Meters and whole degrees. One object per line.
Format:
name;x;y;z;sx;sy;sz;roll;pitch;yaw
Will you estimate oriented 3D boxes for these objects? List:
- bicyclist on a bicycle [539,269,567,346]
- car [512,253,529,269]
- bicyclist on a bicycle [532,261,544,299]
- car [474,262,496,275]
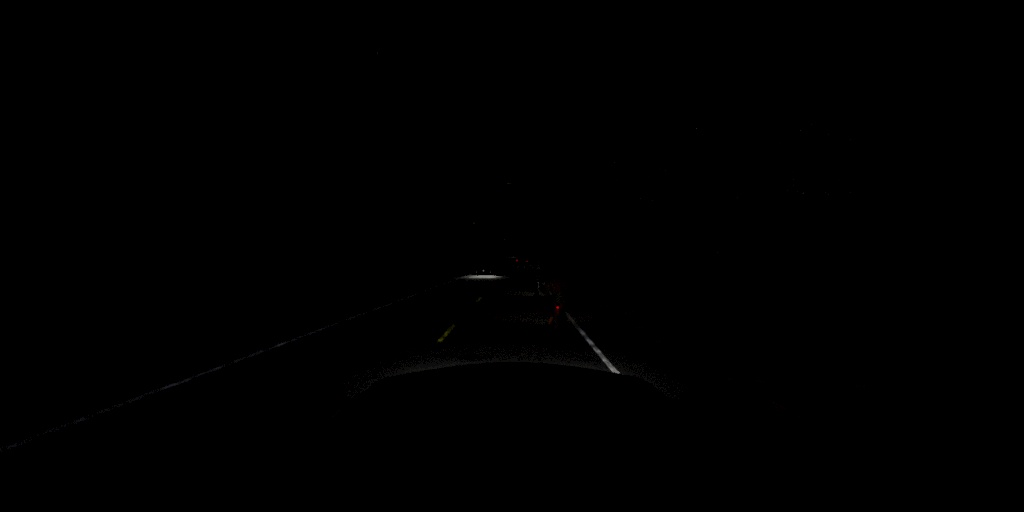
bicyclist on a bicycle;1.045;1.199;8.464;0.582;1.620;1.656;0;0;1
car;1.487;0.871;55.964;2.150;2.045;5.566;0;0;2
bicyclist on a bicycle;1.249;1.108;17.249;0.659;1.776;1.843;0;0;2
car;-2.746;1.268;37.149;1.994;1.385;4.181;0;0;2
